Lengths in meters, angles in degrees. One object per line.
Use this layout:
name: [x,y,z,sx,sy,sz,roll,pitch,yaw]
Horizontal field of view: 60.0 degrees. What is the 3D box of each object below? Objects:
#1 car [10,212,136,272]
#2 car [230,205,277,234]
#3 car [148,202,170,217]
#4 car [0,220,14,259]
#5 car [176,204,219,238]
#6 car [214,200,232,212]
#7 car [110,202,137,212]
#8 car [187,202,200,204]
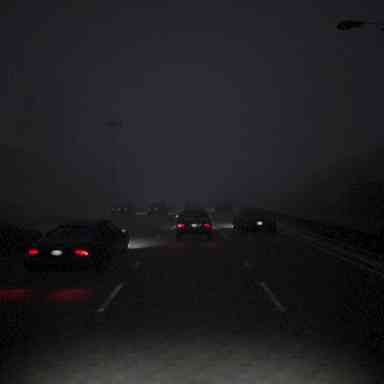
car: [-3.398,1.594,10.868,2.033,1.411,5.357,0,0,0]
car: [3.616,1.648,19.699,1.994,1.385,4.181,0,0,0]
car: [-3.330,1.690,33.508,2.033,1.411,5.357,0,0,0]
car: [-6.898,1.593,10.873,2.033,1.411,5.357,0,0,0]
car: [0.108,1.624,18.063,2.033,1.411,5.357,0,0,0]
car: [3.651,1.656,38.822,2.128,1.511,4.902,0,0,0]
car: [-6.830,1.689,33.507,2.033,1.411,5.357,0,0,0]
car: [0.159,1.759,37.333,1.895,1.301,4.718,0,0,0]
